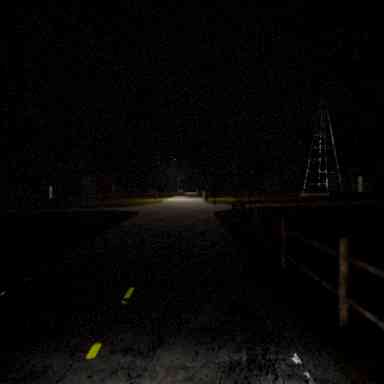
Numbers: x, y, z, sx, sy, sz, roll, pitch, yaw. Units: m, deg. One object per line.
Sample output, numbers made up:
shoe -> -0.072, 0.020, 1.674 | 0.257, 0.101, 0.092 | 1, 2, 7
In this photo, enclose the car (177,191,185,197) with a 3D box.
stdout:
car -> -2.765, 0.454, 80.613 | 1.895, 1.301, 4.718 | 0, 1, 0
